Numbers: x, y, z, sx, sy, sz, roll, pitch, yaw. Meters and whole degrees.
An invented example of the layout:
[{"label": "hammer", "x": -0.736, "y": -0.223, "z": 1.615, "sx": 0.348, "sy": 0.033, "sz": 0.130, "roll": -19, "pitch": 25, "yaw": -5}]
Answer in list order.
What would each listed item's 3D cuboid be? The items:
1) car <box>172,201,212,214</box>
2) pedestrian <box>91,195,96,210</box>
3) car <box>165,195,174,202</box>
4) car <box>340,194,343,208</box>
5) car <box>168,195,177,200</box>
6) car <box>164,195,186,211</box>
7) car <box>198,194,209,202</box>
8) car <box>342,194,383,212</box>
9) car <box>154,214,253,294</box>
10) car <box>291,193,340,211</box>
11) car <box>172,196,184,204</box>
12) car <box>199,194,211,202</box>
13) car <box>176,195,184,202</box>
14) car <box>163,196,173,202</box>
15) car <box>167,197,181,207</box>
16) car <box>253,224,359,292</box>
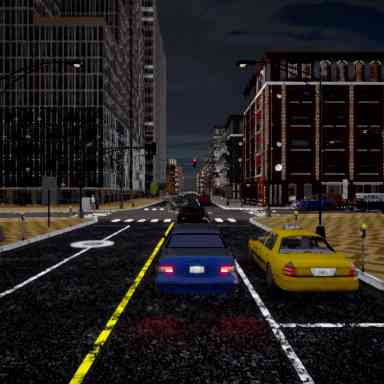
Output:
[{"label": "car", "x": 0.075, "y": 1.505, "z": 18.687, "sx": 1.837, "sy": 1.490, "sz": 4.892, "roll": 0, "pitch": 0, "yaw": 0}, {"label": "pedestrian", "x": -12.366, "y": 1.270, "z": 41.628, "sx": 0.375, "sy": 1.860, "sz": 0.375, "roll": 0, "pitch": 1, "yaw": -1}, {"label": "car", "x": -5.351, "y": 1.550, "z": 80.220, "sx": 1.887, "sy": 1.381, "sz": 4.507, "roll": 0, "pitch": 0, "yaw": 0}, {"label": "car", "x": 15.297, "y": 1.094, "z": 38.994, "sx": 5.009, "sy": 1.841, "sz": 2.192, "roll": -1, "pitch": 1, "yaw": -1}, {"label": "car", "x": -5.355, "y": 1.558, "z": 91.406, "sx": 2.008, "sy": 1.369, "sz": 4.403, "roll": 0, "pitch": 0, "yaw": 0}, {"label": "car", "x": -1.895, "y": 1.349, "z": 41.743, "sx": 2.097, "sy": 1.767, "sz": 4.553, "roll": 0, "pitch": 0, "yaw": -14}, {"label": "car", "x": 2.532, "y": 1.320, "z": 74.630, "sx": 2.192, "sy": 1.841, "sz": 5.009, "roll": 0, "pitch": 0, "yaw": 0}, {"label": "car", "x": 18.400, "y": 1.243, "z": 33.628, "sx": 4.902, "sy": 1.511, "sz": 2.128, "roll": -1, "pitch": 0, "yaw": -1}, {"label": "car", "x": 0.093, "y": 1.547, "z": 8.945, "sx": 2.033, "sy": 1.411, "sz": 5.357, "roll": 0, "pitch": 0, "yaw": 0}, {"label": "car", "x": 13.270, "y": 1.162, "z": 36.492, "sx": 4.553, "sy": 1.767, "sz": 2.097, "roll": -1, "pitch": 0, "yaw": -1}, {"label": "car", "x": -2.812, "y": 1.496, "z": 66.287, "sx": 2.128, "sy": 1.511, "sz": 4.902, "roll": 0, "pitch": 0, "yaw": 1}, {"label": "car", "x": 2.537, "y": 1.318, "z": 63.445, "sx": 2.192, "sy": 1.841, "sz": 5.009, "roll": 0, "pitch": 0, "yaw": 0}, {"label": "car", "x": -2.784, "y": 1.526, "z": 77.577, "sx": 1.812, "sy": 1.442, "sz": 4.674, "roll": 0, "pitch": 0, "yaw": 0}, {"label": "car", "x": -5.348, "y": 1.555, "z": 74.627, "sx": 2.008, "sy": 1.369, "sz": 4.403, "roll": 0, "pitch": 0, "yaw": 0}, {"label": "car", "x": -2.859, "y": 1.566, "z": 53.772, "sx": 1.994, "sy": 1.385, "sz": 4.181, "roll": 0, "pitch": 0, "yaw": 1}, {"label": "car", "x": 2.560, "y": 1.525, "z": 8.798, "sx": 1.752, "sy": 1.417, "sz": 4.829, "roll": 0, "pitch": 0, "yaw": 0}]
